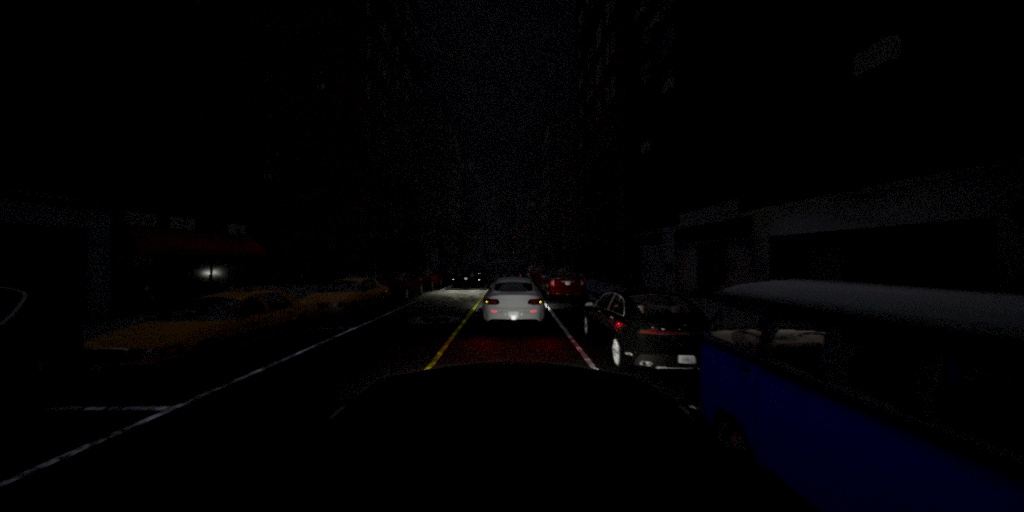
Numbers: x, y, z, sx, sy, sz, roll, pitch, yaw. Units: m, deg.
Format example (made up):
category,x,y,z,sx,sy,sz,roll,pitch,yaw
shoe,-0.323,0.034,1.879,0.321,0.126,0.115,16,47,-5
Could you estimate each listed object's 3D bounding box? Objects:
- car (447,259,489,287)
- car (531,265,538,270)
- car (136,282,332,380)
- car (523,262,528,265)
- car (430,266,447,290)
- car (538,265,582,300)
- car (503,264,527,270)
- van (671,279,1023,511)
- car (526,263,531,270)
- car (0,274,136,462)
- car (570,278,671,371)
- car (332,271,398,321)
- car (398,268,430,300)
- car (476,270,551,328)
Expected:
category,x,y,z,sx,sy,sz,roll,pitch,yaw
car,-3.169,1.212,27.289,2.150,2.045,5.566,0,0,0
car,2.607,1.403,24.415,1.967,1.591,4.097,0,0,0
car,-5.870,1.331,7.425,1.751,1.417,4.829,0,0,0
car,2.558,1.676,41.196,2.007,1.370,4.403,0,0,0
car,-5.919,1.509,24.381,1.888,1.381,4.507,0,0,0
car,2.623,1.350,18.820,1.967,1.591,4.097,0,0,0
car,0.010,1.622,30.455,1.895,1.301,4.718,0,-1,0
van,2.671,1.093,2.039,1.690,1.789,3.998,0,0,0
car,2.575,1.653,35.603,1.802,1.307,4.207,0,0,0
car,-5.854,1.068,2.000,2.192,1.841,5.009,0,0,0
car,2.656,1.355,7.633,2.007,1.370,4.403,0,0,0
car,-5.886,1.383,13.021,1.751,1.417,4.829,0,0,0
car,-5.903,1.456,18.786,1.888,1.381,4.507,0,0,0
car,0.053,1.368,11.671,1.812,1.442,4.674,0,0,0
